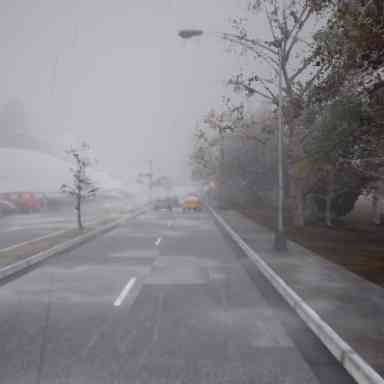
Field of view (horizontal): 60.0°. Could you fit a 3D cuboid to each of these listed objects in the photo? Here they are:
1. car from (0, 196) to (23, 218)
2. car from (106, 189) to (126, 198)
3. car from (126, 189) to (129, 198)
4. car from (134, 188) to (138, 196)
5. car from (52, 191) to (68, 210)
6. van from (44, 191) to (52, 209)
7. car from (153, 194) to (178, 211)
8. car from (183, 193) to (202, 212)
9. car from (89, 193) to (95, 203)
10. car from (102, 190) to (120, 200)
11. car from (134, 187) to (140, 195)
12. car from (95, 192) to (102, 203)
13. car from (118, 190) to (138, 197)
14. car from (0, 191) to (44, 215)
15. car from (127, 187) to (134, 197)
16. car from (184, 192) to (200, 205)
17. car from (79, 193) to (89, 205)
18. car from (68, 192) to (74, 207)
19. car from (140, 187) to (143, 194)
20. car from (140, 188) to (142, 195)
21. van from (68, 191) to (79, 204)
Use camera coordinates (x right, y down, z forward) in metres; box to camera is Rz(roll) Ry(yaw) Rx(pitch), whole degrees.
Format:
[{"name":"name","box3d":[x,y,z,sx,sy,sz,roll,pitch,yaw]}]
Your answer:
[{"name":"car","box3d":[-16.854,1.362,27.234,4.674,1.452,2.002,-1,1,-20]},{"name":"car","box3d":[-16.994,0.691,69.060,5.366,1.575,1.946,-1,1,-20]},{"name":"car","box3d":[-16.824,0.679,72.134,4.674,1.452,2.002,-1,1,-20]},{"name":"car","box3d":[-16.639,0.453,81.205,5.366,1.575,1.946,-1,1,-20]},{"name":"car","box3d":[-16.829,0.942,36.197,5.566,2.045,2.435,-1,1,-20]},{"name":"van","box3d":[-16.748,1.011,33.244,4.442,1.987,1.878,-1,1,-20]},{"name":"car","box3d":[-2.991,1.206,35.250,2.128,1.511,4.902,0,1,0]},{"name":"car","box3d":[0.009,1.192,35.229,1.882,1.535,5.008,0,1,0]},{"name":"car","box3d":[-16.835,1.052,48.115,4.674,1.452,2.002,-1,1,-20]},{"name":"car","box3d":[-16.801,0.814,63.138,4.792,1.488,2.163,-1,1,-20]},{"name":"car","box3d":[-16.837,0.139,84.126,5.566,2.045,2.435,-1,2,-20]},{"name":"car","box3d":[-16.812,0.996,51.133,4.792,1.488,2.163,-1,1,-20]},{"name":"car","box3d":[-16.832,0.344,87.131,4.792,1.488,2.163,-1,2,-20]},{"name":"car","box3d":[-16.885,1.032,30.201,5.566,2.045,2.435,-1,1,-20]},{"name":"car","box3d":[-16.794,0.335,75.147,5.566,2.045,2.435,-1,1,-20]},{"name":"car","box3d":[0.029,0.887,47.257,2.097,1.767,4.553,0,1,0]},{"name":"car","box3d":[-16.815,0.931,45.141,4.553,1.767,2.185,-1,1,-20]},{"name":"car","box3d":[-16.842,1.149,39.169,4.892,1.521,2.231,-1,1,-20]},{"name":"car","box3d":[-16.833,0.025,93.138,4.553,1.767,2.185,-1,2,-20]},{"name":"car","box3d":[-16.806,0.278,90.155,4.674,1.452,2.002,-1,1,-20]},{"name":"van","box3d":[-16.957,0.879,42.105,4.442,1.987,1.878,-1,1,-20]}]
